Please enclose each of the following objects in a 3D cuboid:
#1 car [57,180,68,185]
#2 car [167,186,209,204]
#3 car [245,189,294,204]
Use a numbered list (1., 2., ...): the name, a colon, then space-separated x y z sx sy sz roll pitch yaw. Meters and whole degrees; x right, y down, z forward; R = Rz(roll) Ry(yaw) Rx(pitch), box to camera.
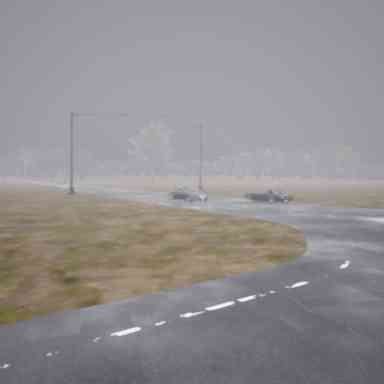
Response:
1. car: -32.521 -2.383 83.361 1.994 1.385 4.181 -1 3 -34
2. car: -0.432 0.228 30.363 2.128 1.511 4.902 -1 3 -35
3. car: 7.208 0.405 31.613 1.895 1.301 4.718 -1 3 -34
